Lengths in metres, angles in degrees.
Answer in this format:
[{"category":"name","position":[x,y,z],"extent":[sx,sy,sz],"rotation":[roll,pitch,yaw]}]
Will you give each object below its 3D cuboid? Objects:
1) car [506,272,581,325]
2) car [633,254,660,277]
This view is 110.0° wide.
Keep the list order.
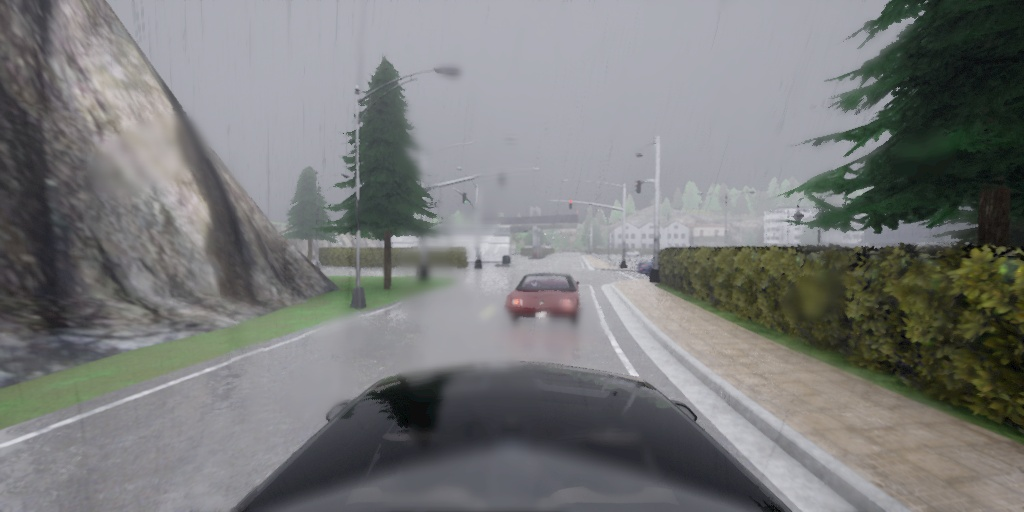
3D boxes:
[{"category":"car","position":[1.130,1.151,11.102],"extent":[1.895,1.301,4.718],"rotation":[0,1,10]},{"category":"car","position":[11.092,0.802,24.765],"extent":[4.674,1.442,1.812],"rotation":[0,1,6]}]
